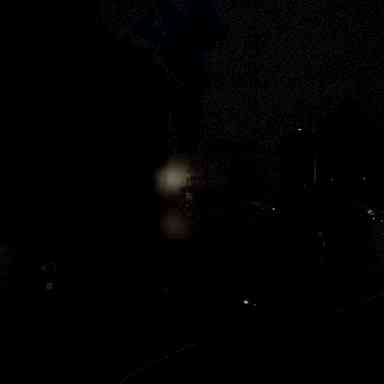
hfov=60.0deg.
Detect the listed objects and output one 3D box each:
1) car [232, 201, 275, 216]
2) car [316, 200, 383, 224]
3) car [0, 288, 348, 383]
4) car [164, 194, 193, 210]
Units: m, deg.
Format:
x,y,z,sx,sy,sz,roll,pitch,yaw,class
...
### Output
x,y,z,sx,sy,sz,roll,pitch,yaw,class
5.877,1.576,32.313,1.812,1.442,4.674,1,0,-35,car
11.560,1.383,24.360,2.097,1.767,4.553,1,0,-36,car
-0.620,1.566,2.360,4.313,1.339,1.947,0,0,-35,car
-2.146,1.301,43.622,2.150,2.045,5.566,1,-1,-35,car
